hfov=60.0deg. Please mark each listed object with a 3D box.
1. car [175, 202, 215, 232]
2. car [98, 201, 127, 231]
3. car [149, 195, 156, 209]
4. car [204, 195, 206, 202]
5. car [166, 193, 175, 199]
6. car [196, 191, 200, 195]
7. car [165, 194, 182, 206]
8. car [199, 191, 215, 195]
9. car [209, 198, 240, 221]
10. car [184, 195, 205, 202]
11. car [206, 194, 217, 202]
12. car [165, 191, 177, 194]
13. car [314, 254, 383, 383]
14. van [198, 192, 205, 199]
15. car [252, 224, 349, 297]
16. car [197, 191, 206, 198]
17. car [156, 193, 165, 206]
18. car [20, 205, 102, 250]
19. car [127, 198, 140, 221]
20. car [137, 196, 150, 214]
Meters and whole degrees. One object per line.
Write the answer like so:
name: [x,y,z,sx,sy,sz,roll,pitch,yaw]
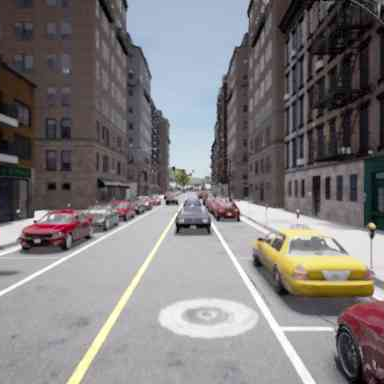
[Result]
car: [0.066,1.478,19.097,1.895,1.301,4.718,0,0,0]
car: [-5.423,1.426,19.549,2.008,1.369,4.403,0,0,0]
car: [-5.453,1.205,36.595,1.967,1.590,4.097,0,0,0]
car: [2.572,1.309,36.611,1.887,1.381,4.507,0,0,0]
car: [-5.570,1.008,86.022,1.947,1.339,4.313,0,0,0]
car: [2.566,0.829,75.029,2.192,1.841,5.009,0,0,0]
car: [-2.872,1.289,48.455,1.895,1.301,4.718,0,0,0]
car: [2.551,1.006,47.974,2.192,1.841,5.009,0,0,0]
car: [2.592,1.383,25.246,1.887,1.381,4.507,0,0,0]
car: [0.036,1.330,36.339,1.994,1.385,4.181,0,0,0]
car: [2.582,1.242,30.928,1.967,1.590,4.097,0,0,0]
car: [-5.562,0.794,80.517,2.192,1.841,5.009,0,0,0]
car: [2.633,1.565,2.518,1.802,1.307,4.206,0,0,0]
van: [2.538,0.783,86.036,1.690,1.788,3.998,0,0,0]
car: [2.622,1.471,8.370,1.752,1.417,4.829,0,0,0]
car: [2.524,0.721,91.540,2.192,1.841,5.009,0,0,0]
car: [-5.474,1.132,47.959,1.967,1.590,4.097,0,0,0]
car: [-5.413,1.456,13.867,1.887,1.381,4.507,0,0,0]
car: [-5.433,1.383,25.232,1.887,1.381,4.507,0,0,0]
car: [-5.443,1.368,30.914,1.947,1.339,4.313,0,0,0]
